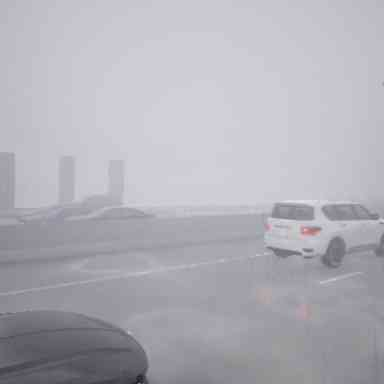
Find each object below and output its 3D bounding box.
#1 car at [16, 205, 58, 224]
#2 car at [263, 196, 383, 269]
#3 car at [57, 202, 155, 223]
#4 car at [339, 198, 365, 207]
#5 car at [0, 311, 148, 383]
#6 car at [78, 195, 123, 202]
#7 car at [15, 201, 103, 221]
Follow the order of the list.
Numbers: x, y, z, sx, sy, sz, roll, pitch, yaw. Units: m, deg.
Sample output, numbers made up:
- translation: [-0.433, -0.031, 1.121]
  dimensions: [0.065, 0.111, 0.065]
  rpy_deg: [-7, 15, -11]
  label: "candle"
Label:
- translation: [-7.403, 1.585, 20.255]
  dimensions: [5.357, 1.411, 2.033]
  rpy_deg: [0, 0, -36]
  label: "car"
- translation: [4.928, 1.290, 11.691]
  dimensions: [5.566, 2.045, 2.150]
  rpy_deg: [0, 0, -36]
  label: "car"
- translation: [-4.348, 1.522, 18.156]
  dimensions: [5.008, 1.535, 1.882]
  rpy_deg: [1, 0, -36]
  label: "car"
- translation: [25.523, 1.602, 53.004]
  dimensions: [4.181, 1.385, 1.994]
  rpy_deg: [0, 0, -36]
  label: "car"
- translation: [-2.623, 1.470, 1.901]
  dimensions: [5.008, 1.535, 1.882]
  rpy_deg: [0, 0, -35]
  label: "car"
- translation: [-8.424, 1.285, 28.183]
  dimensions: [5.566, 2.045, 2.150]
  rpy_deg: [1, 0, -36]
  label: "car"
- translation: [-9.251, 1.586, 23.239]
  dimensions: [5.357, 1.411, 2.033]
  rpy_deg: [0, 0, -36]
  label: "car"
